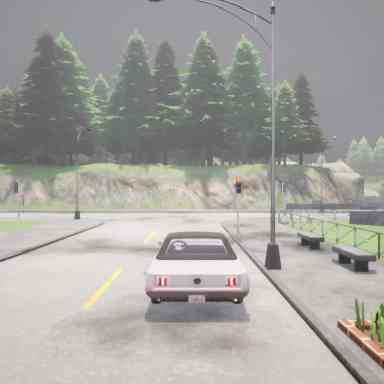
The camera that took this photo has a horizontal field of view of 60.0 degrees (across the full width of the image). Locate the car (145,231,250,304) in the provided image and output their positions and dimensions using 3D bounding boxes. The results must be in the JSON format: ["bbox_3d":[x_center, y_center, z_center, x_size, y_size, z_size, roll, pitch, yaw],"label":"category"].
[{"bbox_3d":[0.095,1.601,8.098,1.895,1.301,4.718,0,0,0],"label":"car"}]
